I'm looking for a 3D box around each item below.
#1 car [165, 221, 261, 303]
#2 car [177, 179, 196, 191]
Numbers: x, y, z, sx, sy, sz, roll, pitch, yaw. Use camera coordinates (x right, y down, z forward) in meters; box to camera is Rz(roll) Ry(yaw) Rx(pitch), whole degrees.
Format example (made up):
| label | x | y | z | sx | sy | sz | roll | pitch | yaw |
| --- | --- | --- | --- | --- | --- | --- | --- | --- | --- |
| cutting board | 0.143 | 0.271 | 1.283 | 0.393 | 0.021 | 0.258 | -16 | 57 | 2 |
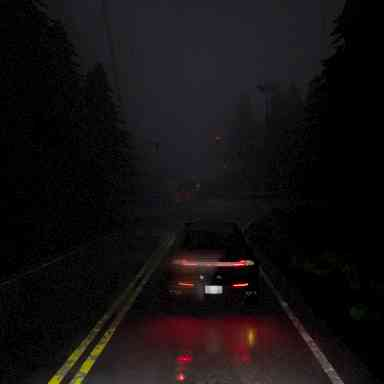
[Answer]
| label | x | y | z | sx | sy | sz | roll | pitch | yaw |
| --- | --- | --- | --- | --- | --- | --- | --- | --- | --- |
| car | 0.448 | 1.466 | 8.175 | 2.128 | 1.511 | 4.902 | 0 | 0 | 2 |
| car | -0.699 | -1.070 | 45.224 | 1.812 | 1.442 | 4.674 | 1 | 9 | 14 |
